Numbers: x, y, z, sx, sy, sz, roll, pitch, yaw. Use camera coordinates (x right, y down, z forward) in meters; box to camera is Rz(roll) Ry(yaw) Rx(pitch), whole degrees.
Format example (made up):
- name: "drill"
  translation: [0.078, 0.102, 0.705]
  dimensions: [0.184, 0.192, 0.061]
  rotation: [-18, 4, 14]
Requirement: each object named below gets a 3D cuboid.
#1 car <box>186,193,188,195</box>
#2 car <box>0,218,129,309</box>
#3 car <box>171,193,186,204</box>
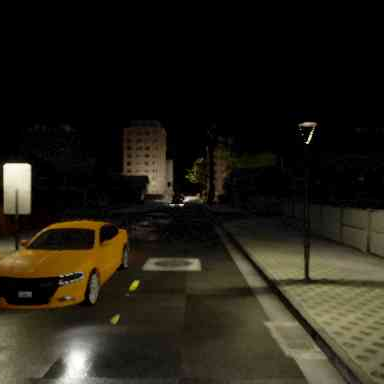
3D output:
- name: "car"
  translation: [-2.769, 1.542, 83.927]
  dimensions: [1.994, 1.385, 4.181]
  rotation: [0, 0, 0]
- name: "car"
  translation: [-2.842, 1.473, 8.163]
  dimensions: [1.882, 1.535, 5.008]
  rotation: [0, 0, 0]
- name: "car"
  translation: [-2.758, 1.331, 61.540]
  dimensions: [2.097, 1.767, 4.553]
  rotation: [0, -1, 0]
